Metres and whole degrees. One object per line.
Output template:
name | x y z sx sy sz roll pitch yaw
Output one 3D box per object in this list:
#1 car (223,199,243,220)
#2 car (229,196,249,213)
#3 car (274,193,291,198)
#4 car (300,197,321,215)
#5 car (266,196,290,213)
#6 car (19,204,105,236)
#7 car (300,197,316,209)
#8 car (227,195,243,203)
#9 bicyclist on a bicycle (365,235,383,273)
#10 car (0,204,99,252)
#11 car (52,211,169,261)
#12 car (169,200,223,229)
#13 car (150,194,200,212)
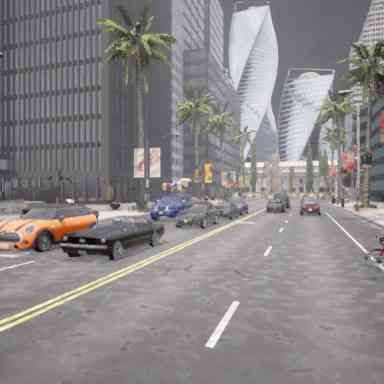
car | 2.756 1.564 28.546 1.994 1.385 4.181 0 0 19
car | 4.345 1.352 33.477 2.097 1.767 4.553 0 0 19
car | 12.648 1.221 47.001 2.150 2.045 5.566 0 0 19
car | 12.075 1.525 34.040 1.812 1.442 4.674 0 0 18
car | 9.502 1.491 37.423 2.128 1.511 4.902 0 0 18
car | -7.373 1.513 19.553 2.161 1.482 4.786 0 0 18
car | 16.476 1.491 47.471 2.128 1.511 4.902 0 0 18
car | 8.857 1.480 68.224 2.231 1.521 4.892 0 0 18
bicyclist on a bicycle | 5.647 1.445 9.130 1.656 1.620 0.582 -2 -1 19
car | -5.984 1.353 14.009 2.097 1.767 4.553 0 0 19
car | -2.765 1.601 12.610 1.895 1.301 4.718 0 0 19
car | 0.405 1.504 21.951 1.837 1.490 4.892 0 0 19
car | -1.440 1.223 27.384 2.150 2.045 5.566 0 0 19
